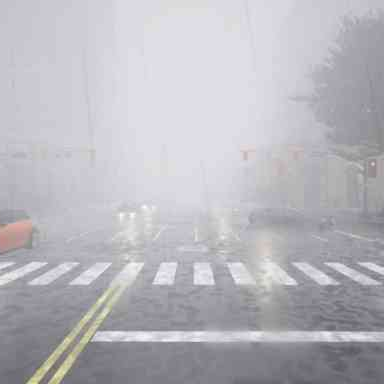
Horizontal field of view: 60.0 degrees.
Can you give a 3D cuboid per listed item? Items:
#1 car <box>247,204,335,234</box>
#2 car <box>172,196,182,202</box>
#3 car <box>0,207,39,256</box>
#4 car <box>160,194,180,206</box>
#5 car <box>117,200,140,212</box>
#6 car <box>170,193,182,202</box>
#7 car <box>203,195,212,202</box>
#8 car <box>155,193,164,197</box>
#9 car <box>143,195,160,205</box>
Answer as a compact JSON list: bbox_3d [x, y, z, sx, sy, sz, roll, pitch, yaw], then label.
[{"bbox_3d":[5.673,1.491,19.465,4.902,1.511,2.128,0,0,31],"label":"car"},{"bbox_3d":[-3.380,1.552,75.468,1.994,1.385,4.181,0,0,1],"label":"car"},{"bbox_3d":[-7.105,1.352,11.280,2.097,1.767,4.553,0,0,0],"label":"car"},{"bbox_3d":[-3.612,1.547,55.594,2.033,1.411,5.357,0,0,0],"label":"car"},{"bbox_3d":[-7.112,1.564,37.681,1.994,1.385,4.181,0,0,0],"label":"car"},{"bbox_3d":[-3.515,1.216,65.628,2.150,2.045,5.566,0,1,1],"label":"car"},{"bbox_3d":[3.651,1.525,78.496,2.128,1.511,4.902,0,0,1],"label":"car"},{"bbox_3d":[-6.929,1.225,70.645,2.150,2.045,5.566,0,0,1],"label":"car"},{"bbox_3d":[-7.107,1.600,56.845,1.895,1.301,4.718,0,0,0],"label":"car"}]
